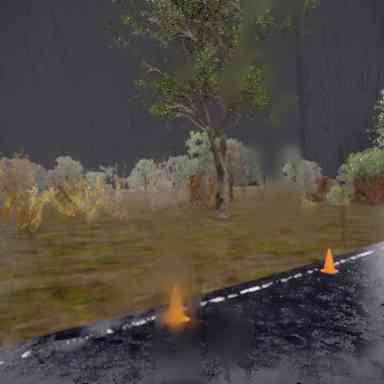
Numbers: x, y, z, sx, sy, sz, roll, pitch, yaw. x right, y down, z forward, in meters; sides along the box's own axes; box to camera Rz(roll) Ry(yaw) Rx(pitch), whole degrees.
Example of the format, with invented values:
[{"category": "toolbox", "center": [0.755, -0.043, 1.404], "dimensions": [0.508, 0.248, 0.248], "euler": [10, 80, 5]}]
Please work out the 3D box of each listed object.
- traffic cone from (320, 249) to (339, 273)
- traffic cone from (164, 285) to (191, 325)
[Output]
[{"category": "traffic cone", "center": [3.596, 1.780, 8.701], "dimensions": [0.340, 0.580, 0.340], "euler": [-2, 1, -39]}, {"category": "traffic cone", "center": [-0.253, 1.889, 5.682], "dimensions": [0.340, 0.580, 0.340], "euler": [-2, 1, -37]}]
